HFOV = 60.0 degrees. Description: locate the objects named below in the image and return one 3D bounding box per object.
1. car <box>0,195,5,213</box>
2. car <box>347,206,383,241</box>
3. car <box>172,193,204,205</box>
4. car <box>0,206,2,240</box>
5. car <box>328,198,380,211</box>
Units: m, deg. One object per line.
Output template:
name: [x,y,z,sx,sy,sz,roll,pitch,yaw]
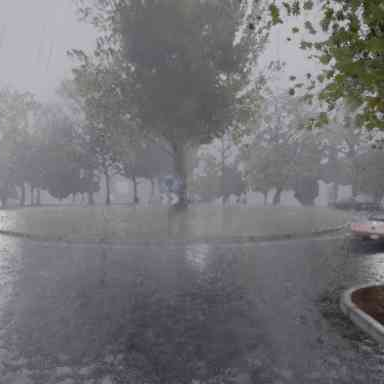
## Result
car: [-17.446,1.106,26.571,2.128,1.511,4.902,0,1,3]
car: [8.803,1.402,13.783,4.718,1.301,1.895,0,1,-31]
car: [-0.896,0.892,41.993,4.902,1.511,2.128,0,1,4]
car: [-9.385,1.050,12.131,5.566,2.045,2.150,0,1,30]
car: [14.318,1.174,29.822,1.895,1.301,4.718,0,1,-11]
